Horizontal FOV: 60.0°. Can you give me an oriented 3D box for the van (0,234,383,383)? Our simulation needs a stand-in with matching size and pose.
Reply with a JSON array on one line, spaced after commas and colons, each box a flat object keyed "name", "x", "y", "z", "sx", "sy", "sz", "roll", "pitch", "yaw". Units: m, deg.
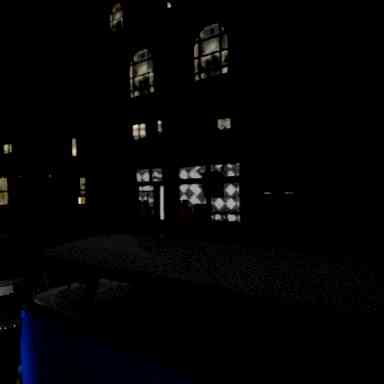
[{"name": "van", "x": 0.160, "y": 1.347, "z": 2.779, "sx": 3.998, "sy": 1.788, "sz": 1.690, "roll": 0, "pitch": -1, "yaw": 35}]
